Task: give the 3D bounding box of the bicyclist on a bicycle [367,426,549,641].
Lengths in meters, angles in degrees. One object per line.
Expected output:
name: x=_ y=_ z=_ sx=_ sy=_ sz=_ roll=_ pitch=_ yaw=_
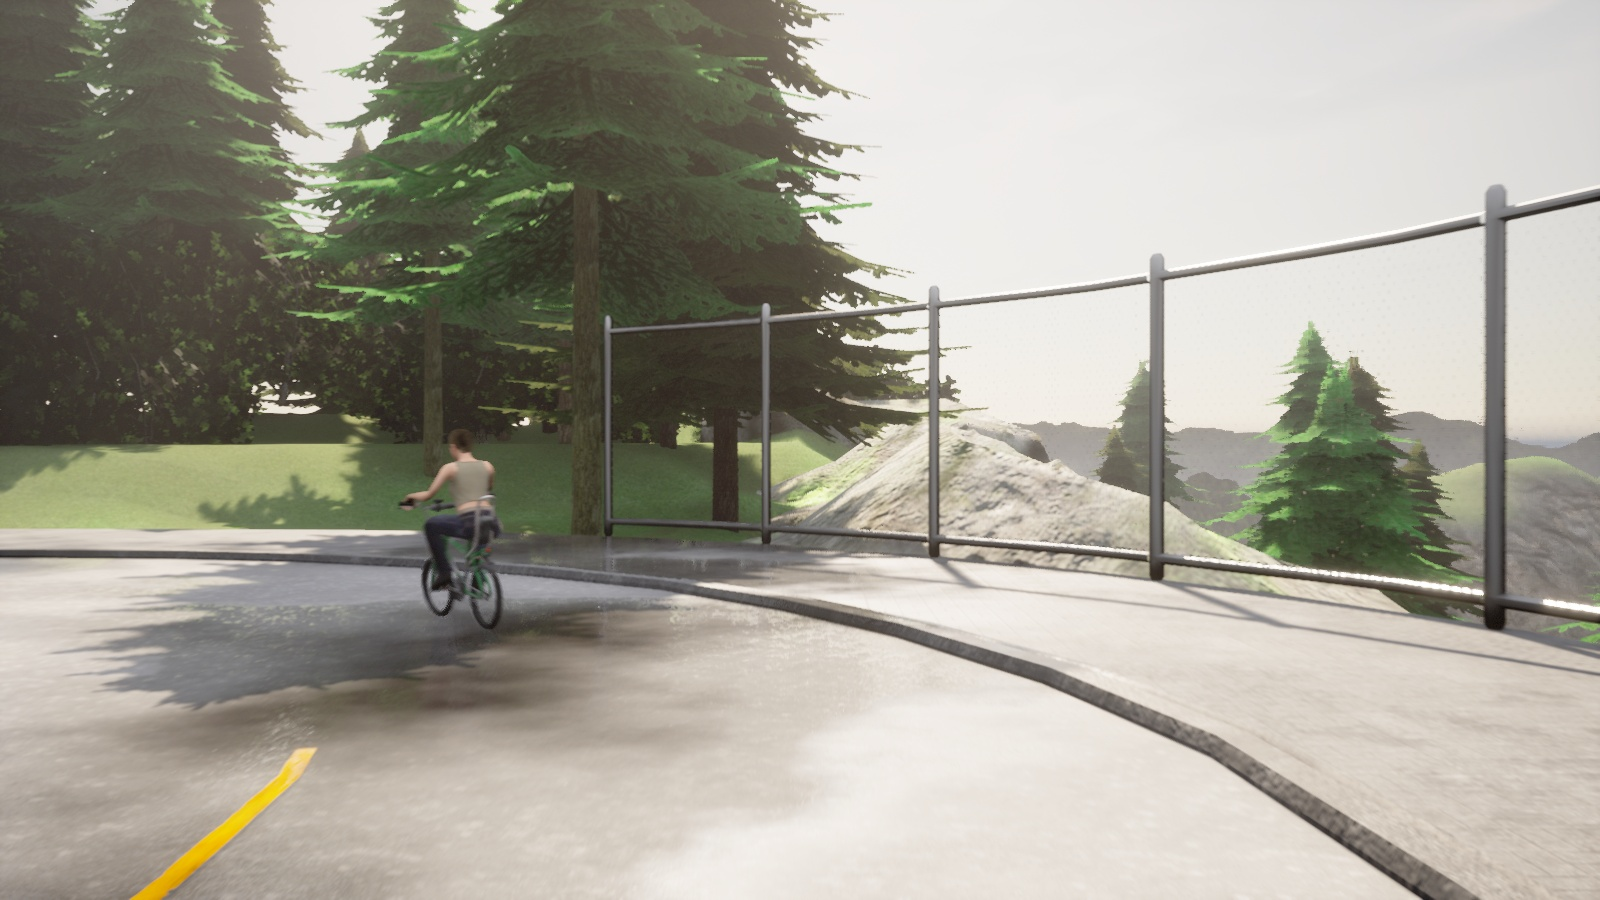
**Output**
bicyclist on a bicycle: x=-2.843 y=0.624 z=10.356 sx=0.866 sy=1.612 sz=1.509 roll=-3 pitch=2 yaw=-39
